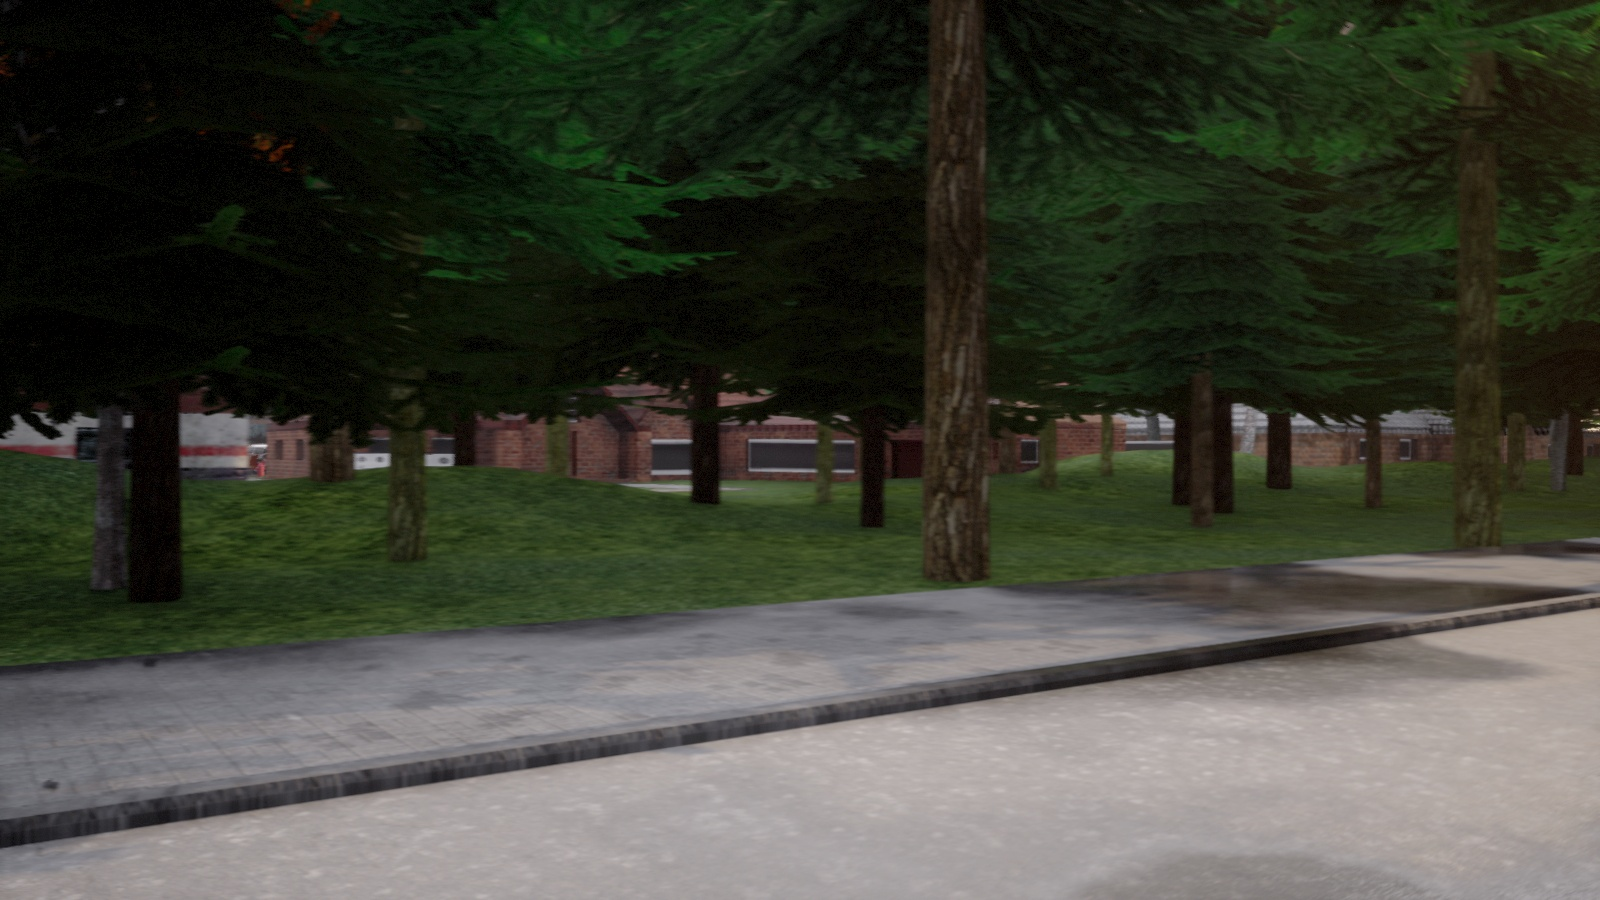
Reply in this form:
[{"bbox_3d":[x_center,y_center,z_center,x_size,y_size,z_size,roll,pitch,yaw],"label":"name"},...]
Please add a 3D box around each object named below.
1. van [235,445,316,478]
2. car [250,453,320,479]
[{"bbox_3d":[-33.762,0.736,80.893,4.480,2.038,2.069,0,0,-35],"label":"van"},{"bbox_3d":[-31.735,0.978,77.430,3.705,1.549,1.789,0,0,-35],"label":"car"}]
